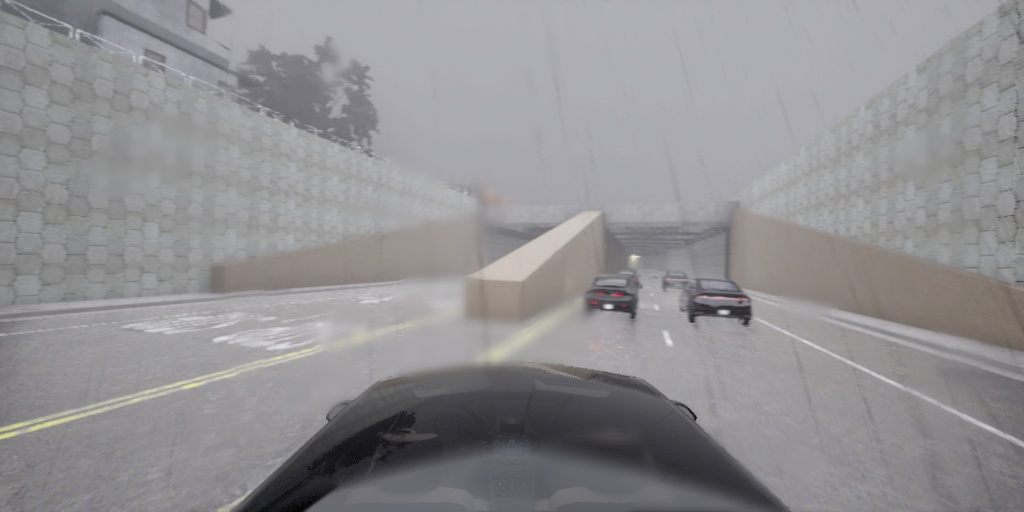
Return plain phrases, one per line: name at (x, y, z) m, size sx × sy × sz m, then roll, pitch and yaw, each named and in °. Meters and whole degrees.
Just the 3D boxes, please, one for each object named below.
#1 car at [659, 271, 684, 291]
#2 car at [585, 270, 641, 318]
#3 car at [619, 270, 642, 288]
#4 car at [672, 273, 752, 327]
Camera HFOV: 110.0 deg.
car at (12.510, 1.924, 27.608) m, size 2.128 × 1.511 × 4.902 m, roll 1°, pitch -1°, yaw 20°
car at (4.177, 1.540, 14.695) m, size 1.837 × 1.490 × 4.892 m, roll 1°, pitch 0°, yaw 20°
car at (9.225, 1.863, 28.814) m, size 1.837 × 1.490 × 4.892 m, roll 1°, pitch 0°, yaw 20°
car at (7.463, 1.601, 13.492) m, size 2.128 × 1.511 × 4.902 m, roll 1°, pitch -1°, yaw 20°
